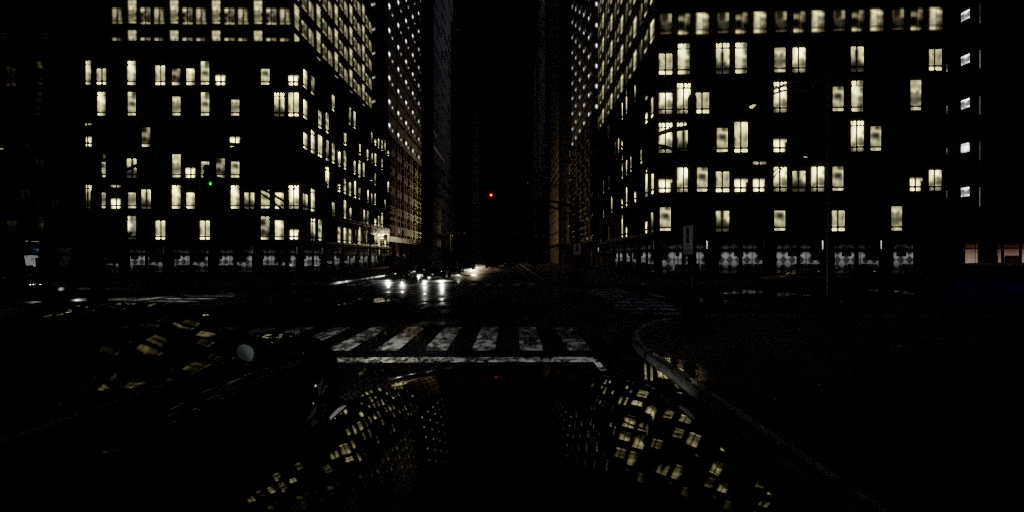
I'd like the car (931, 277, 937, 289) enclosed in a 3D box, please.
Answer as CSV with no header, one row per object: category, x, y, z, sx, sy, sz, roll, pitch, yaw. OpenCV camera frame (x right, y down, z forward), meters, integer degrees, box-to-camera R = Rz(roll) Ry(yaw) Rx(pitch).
car,26.803,1.357,20.528,4.207,1.307,1.802,0,0,2

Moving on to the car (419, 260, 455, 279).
car,-6.798,1.305,32.963,1.812,1.442,4.674,0,0,0

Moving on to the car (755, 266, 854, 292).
car,16.966,1.293,20.949,4.829,1.417,1.751,0,0,2

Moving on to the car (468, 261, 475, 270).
car,-6.933,1.401,56.398,1.994,1.385,4.181,0,0,0

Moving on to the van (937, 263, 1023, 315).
van,18.289,1.119,12.786,3.998,1.789,1.690,0,0,2

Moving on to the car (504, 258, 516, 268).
car,-0.397,1.426,63.840,1.994,1.385,4.181,0,0,0

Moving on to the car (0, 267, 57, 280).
car,-23.088,1.250,16.399,4.902,1.511,2.128,0,0,0

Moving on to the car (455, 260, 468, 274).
car,-6.862,1.277,42.837,1.882,1.535,5.008,0,0,0

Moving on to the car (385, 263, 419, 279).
car,-10.049,1.343,32.807,1.994,1.385,4.181,0,0,0

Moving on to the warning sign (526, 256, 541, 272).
warning sign,2.600,0.910,40.844,1.300,1.860,1.060,0,0,0

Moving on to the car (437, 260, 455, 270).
car,-10.184,1.360,55.466,1.812,1.442,4.674,0,0,1

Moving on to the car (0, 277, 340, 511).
car,-3.155,1.102,2.569,2.097,1.767,4.553,0,0,0

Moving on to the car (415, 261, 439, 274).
car,-10.124,1.363,42.826,1.994,1.385,4.181,0,0,-2

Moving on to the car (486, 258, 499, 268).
car,-3.541,1.214,63.660,2.097,1.767,4.553,0,0,-1
